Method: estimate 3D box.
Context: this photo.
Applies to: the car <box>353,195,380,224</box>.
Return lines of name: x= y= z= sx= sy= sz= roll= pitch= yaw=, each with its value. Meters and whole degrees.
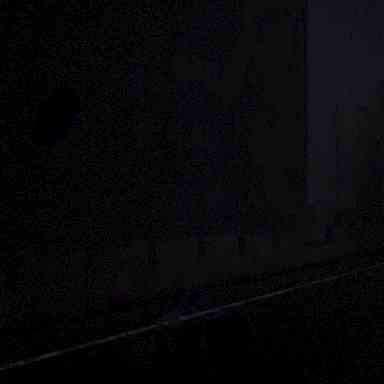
car: x=13.623 y=1.207 z=22.144 sx=2.150 sy=2.045 sz=5.566 roll=0 pitch=0 yaw=-31
